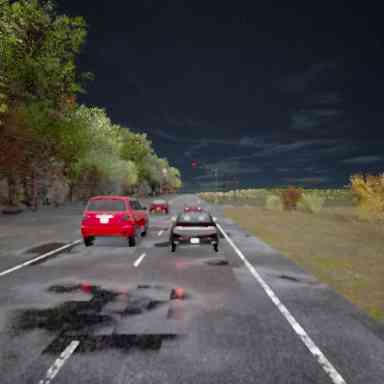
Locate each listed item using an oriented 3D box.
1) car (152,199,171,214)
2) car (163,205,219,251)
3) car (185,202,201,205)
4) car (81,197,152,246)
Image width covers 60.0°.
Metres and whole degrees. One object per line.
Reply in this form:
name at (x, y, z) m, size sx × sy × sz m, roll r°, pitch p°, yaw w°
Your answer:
car at (-3.392, 1.525, 36.084) m, size 1.882 × 1.535 × 5.008 m, roll 0°, pitch 0°, yaw 0°
car at (0.103, 1.511, 14.168) m, size 2.128 × 1.511 × 4.902 m, roll 0°, pitch 0°, yaw 0°
car at (0.106, 1.645, 33.897) m, size 1.895 × 1.301 × 4.718 m, roll 0°, pitch 0°, yaw 0°
car at (-3.397, 1.237, 15.566) m, size 2.150 × 2.045 × 5.566 m, roll 0°, pitch -1°, yaw 0°
